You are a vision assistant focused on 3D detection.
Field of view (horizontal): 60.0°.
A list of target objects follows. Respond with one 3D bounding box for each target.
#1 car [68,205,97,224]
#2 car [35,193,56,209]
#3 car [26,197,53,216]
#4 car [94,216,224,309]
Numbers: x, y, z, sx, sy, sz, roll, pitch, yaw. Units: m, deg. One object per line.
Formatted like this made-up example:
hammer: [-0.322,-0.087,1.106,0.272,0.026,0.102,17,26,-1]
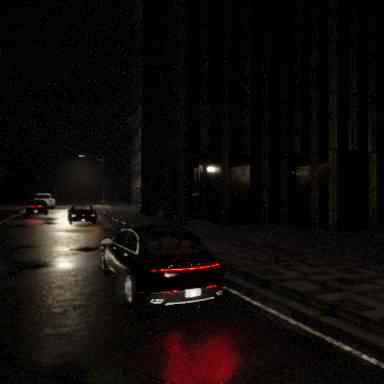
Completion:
car: [-8.330,1.649,25.011,1.895,1.301,4.718,1,0,-22]
car: [-18.737,1.207,42.358,2.150,2.045,5.566,1,0,-18]
car: [-15.033,1.495,32.581,1.837,1.490,4.892,1,0,-20]
car: [-1.004,1.555,8.178,1.837,1.490,4.892,1,0,-25]
